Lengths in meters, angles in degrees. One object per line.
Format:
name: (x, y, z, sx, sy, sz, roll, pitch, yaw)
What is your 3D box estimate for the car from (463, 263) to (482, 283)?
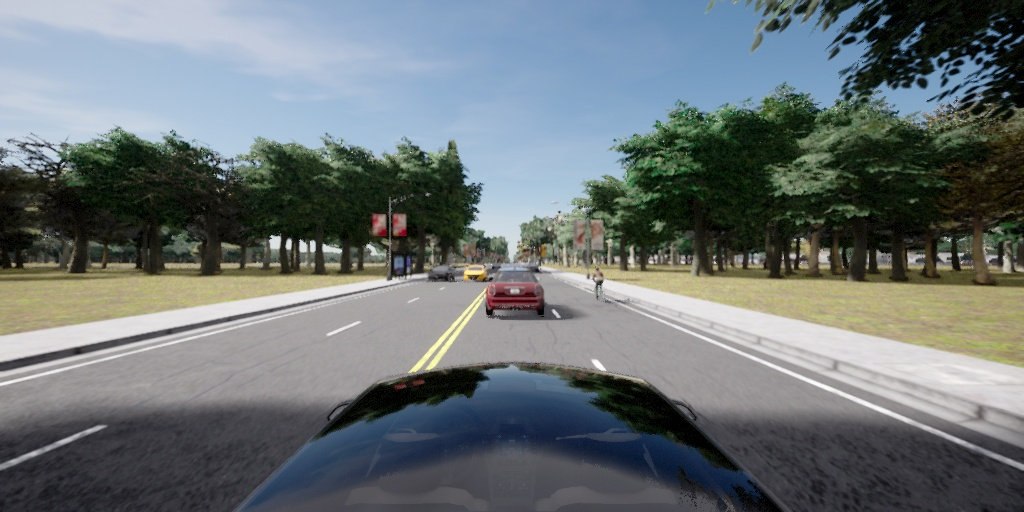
car: (-3.346, 1.604, 33.477, 1.882, 1.535, 5.008, 0, -1, 0)

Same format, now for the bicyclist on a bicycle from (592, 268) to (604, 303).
bicyclist on a bicycle: (4.144, 1.386, 17.206, 0.582, 1.620, 1.656, 0, -1, 0)

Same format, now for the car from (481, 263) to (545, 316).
car: (0.100, 1.250, 14.288, 2.097, 1.767, 4.553, 0, -1, 0)

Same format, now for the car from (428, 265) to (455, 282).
car: (-6.595, 1.609, 33.919, 1.882, 1.535, 5.008, 0, -1, 0)
